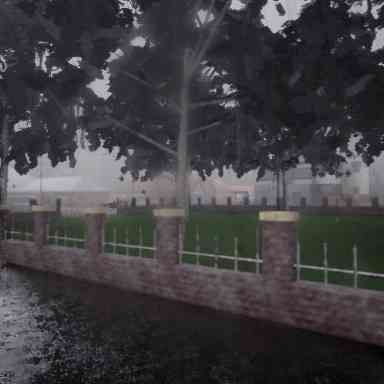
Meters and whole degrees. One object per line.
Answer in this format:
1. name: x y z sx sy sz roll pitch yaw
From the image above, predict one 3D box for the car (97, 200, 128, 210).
1. car: -11.964 1.905 50.261 1.882 1.535 5.008 -1 -1 36
